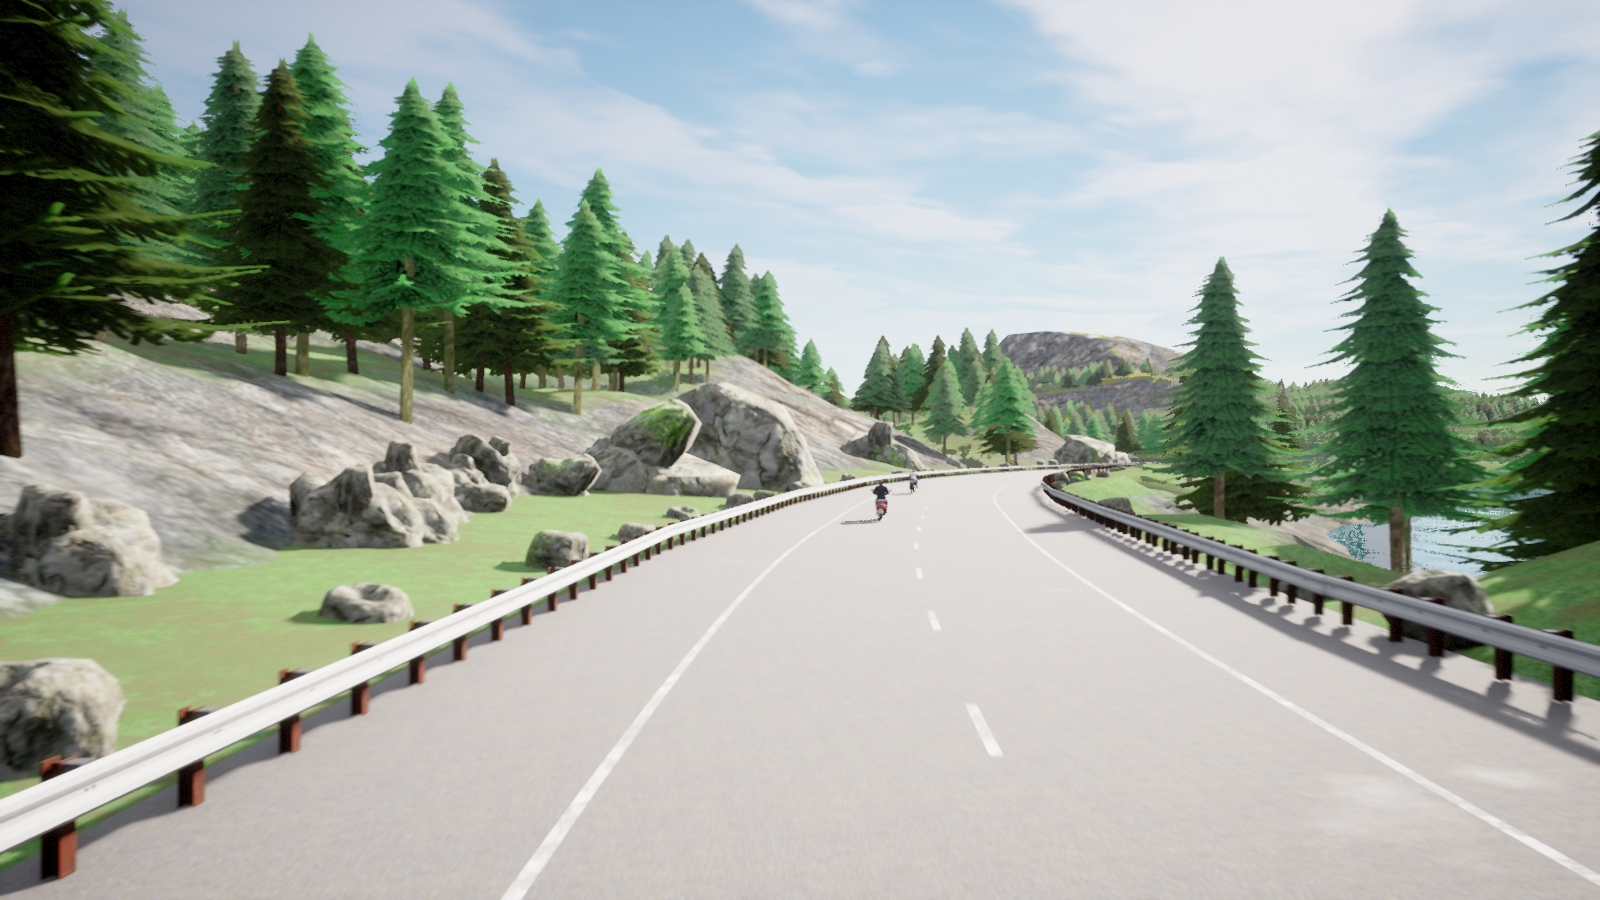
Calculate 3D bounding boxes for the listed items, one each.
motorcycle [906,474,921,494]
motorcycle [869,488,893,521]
[{"bbox_3d":[7.349,2.179,73.778,0.803,1.217,2.033,0,0,11],"label":"motorcycle"},{"bbox_3d":[3.270,2.183,45.986,0.856,1.236,1.805,0,0,6],"label":"motorcycle"}]
